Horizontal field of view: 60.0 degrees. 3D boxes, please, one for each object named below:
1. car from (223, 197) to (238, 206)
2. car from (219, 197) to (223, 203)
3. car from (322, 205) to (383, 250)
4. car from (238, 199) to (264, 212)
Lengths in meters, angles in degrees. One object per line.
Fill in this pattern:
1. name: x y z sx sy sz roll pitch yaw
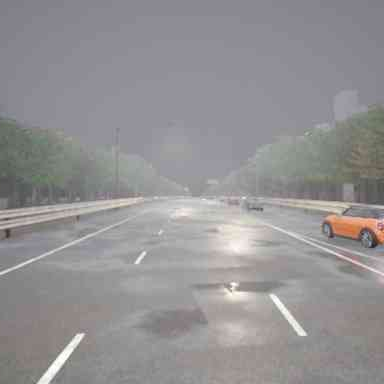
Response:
1. car: 7.034 1.582 57.726 1.812 1.442 4.674 0 0 0
2. car: 7.104 1.775 75.436 1.895 1.301 4.718 0 -1 0
3. car: 7.670 1.365 14.699 2.097 1.767 4.553 0 0 -6
4. car: 7.005 1.560 38.716 2.033 1.411 5.357 0 0 0
